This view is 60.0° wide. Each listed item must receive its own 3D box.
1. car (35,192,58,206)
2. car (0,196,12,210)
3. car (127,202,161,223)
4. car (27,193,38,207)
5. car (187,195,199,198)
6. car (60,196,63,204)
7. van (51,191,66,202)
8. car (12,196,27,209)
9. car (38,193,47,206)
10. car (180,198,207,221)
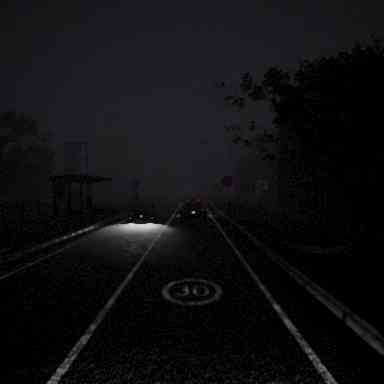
[{"bbox_3d":[-21.917,1.165,46.169,5.366,1.575,1.946,0,0,0],"label":"car"},{"bbox_3d":[-22.123,1.117,35.068,4.553,1.767,2.185,0,0,0],"label":"car"},{"bbox_3d":[-3.341,1.398,23.845,1.994,1.385,4.181,0,1,0],"label":"car"},{"bbox_3d":[-22.091,1.206,40.620,4.892,1.521,2.231,0,0,0],"label":"car"},{"bbox_3d":[0.110,1.127,41.845,1.812,1.442,4.674,0,1,0],"label":"car"},{"bbox_3d":[-22.135,1.179,48.946,4.792,1.488,2.163,0,0,0],"label":"car"},{"bbox_3d":[-21.991,0.906,51.718,4.442,1.987,1.878,0,0,0],"label":"van"},{"bbox_3d":[-22.100,1.223,37.845,5.008,1.535,2.097,0,0,0],"label":"car"},{"bbox_3d":[-22.129,1.215,43.394,4.792,1.488,2.163,0,0,0],"label":"car"},{"bbox_3d":[0.108,1.384,25.328,1.994,1.385,4.181,0,0,0],"label":"car"}]
